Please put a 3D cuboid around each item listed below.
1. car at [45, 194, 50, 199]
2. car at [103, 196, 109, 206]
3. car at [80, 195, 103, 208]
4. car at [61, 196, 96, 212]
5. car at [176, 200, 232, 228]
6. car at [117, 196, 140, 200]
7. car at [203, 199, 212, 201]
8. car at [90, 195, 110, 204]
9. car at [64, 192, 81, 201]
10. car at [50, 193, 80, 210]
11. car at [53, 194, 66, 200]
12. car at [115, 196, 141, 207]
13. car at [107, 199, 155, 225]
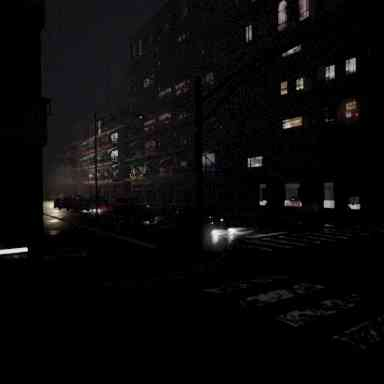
[{"bbox_3d":[-34.720,1.075,83.465,1.752,1.417,4.829,-1,1,-35],"label":"car"},{"bbox_3d":[-13.746,1.267,48.322,1.837,1.490,4.892,-1,1,-34],"label":"car"},{"bbox_3d":[-13.251,1.397,42.085,1.994,1.385,4.181,-1,1,-34],"label":"car"},{"bbox_3d":[-12.534,1.448,36.442,2.008,1.369,4.403,-1,1,-35],"label":"car"},{"bbox_3d":[0.690,1.508,21.792,1.994,1.385,4.181,-1,1,-34],"label":"car"},{"bbox_3d":[-5.670,1.246,31.028,2.097,1.767,4.553,-1,1,-35],"label":"car"},{"bbox_3d":[0.893,1.360,31.893,1.887,1.381,4.507,-1,1,-35],"label":"car"},{"bbox_3d":[-15.393,1.217,55.377,1.752,1.417,4.829,-1,1,-35],"label":"car"},{"bbox_3d":[-24.962,0.935,69.279,2.192,1.841,5.009,-1,1,-35],"label":"car"},{"bbox_3d":[-15.756,1.313,41.123,1.967,1.590,4.097,-1,1,-35],"label":"car"},{"bbox_3d":[-31.403,1.124,78.644,2.008,1.369,4.403,-1,1,-35],"label":"car"},{"bbox_3d":[-8.951,1.266,46.015,1.752,1.417,4.829,-1,1,-35],"label":"car"},{"bbox_3d":[-4.301,1.509,24.251,1.887,1.381,4.507,-1,1,-35],"label":"car"}]
